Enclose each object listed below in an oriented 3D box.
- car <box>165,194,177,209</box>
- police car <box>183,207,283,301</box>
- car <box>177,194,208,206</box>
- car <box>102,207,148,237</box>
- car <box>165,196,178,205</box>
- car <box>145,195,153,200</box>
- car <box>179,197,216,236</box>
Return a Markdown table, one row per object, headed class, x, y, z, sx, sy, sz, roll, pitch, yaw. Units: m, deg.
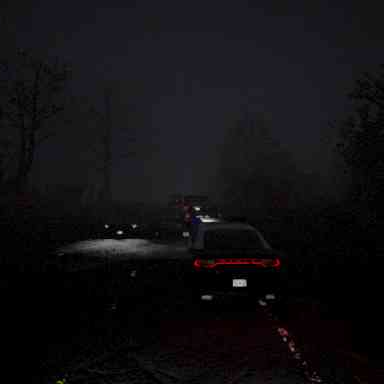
| class | x | y | z | sx | sy | sz | roll | pitch | yaw |
| --- | --- | --- | --- | --- | --- | --- | --- | --- | --- |
| car | -2.186 | 1.220 | 45.305 | 2.150 | 2.045 | 5.566 | 0 | 0 | -5 |
| police car | 0.799 | 1.424 | 8.535 | 1.930 | 1.638 | 5.238 | 0 | 0 | -1 |
| car | 0.206 | 1.221 | 24.522 | 2.150 | 2.045 | 5.566 | 0 | 0 | -3 |
| car | -3.533 | 1.546 | 18.511 | 2.033 | 1.411 | 5.357 | 0 | 0 | -2 |
| car | -3.696 | 1.507 | 59.193 | 1.837 | 1.490 | 4.892 | 0 | 0 | -8 |
| car | -11.760 | 1.566 | 90.466 | 2.033 | 1.411 | 5.357 | 0 | 0 | -11 |
| car | 0.492 | 1.349 | 18.440 | 2.097 | 1.767 | 4.553 | 0 | 0 | -2 |
